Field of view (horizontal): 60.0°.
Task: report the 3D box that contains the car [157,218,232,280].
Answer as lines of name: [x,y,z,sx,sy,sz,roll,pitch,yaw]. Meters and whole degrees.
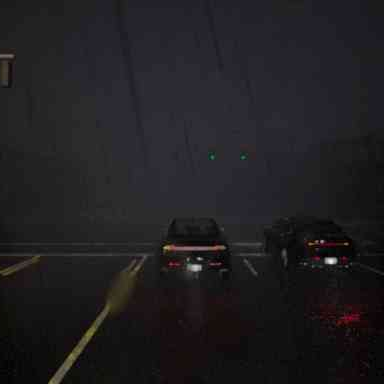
car: [0.030,1.514,9.989,2.128,1.511,4.902,0,0,-1]

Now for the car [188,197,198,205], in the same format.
car: [0.128,1.630,62.703,2.128,1.511,4.902,0,0,0]

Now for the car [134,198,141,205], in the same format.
car: [-10.512,1.734,60.187,1.895,1.301,4.718,0,0,1]

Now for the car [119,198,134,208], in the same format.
car: [-10.567,1.600,49.408,2.128,1.511,4.902,0,0,0]

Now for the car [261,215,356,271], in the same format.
car: [3.598,1.530,11.020,1.837,1.490,4.892,0,0,0]

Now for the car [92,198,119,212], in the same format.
car: [-10.582,1.690,40.069,1.895,1.301,4.718,0,0,0]
